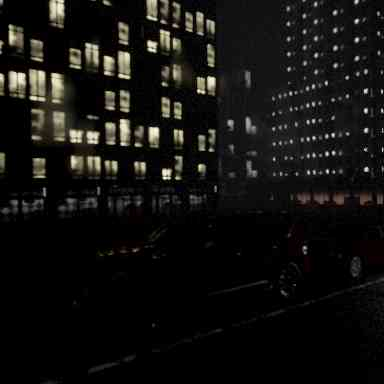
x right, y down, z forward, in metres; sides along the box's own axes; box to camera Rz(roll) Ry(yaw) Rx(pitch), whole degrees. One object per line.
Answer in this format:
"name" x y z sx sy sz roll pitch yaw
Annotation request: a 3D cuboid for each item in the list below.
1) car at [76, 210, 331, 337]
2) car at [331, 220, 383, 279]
"car" 0.338 1.324 6.821 5.009 1.841 2.192 0 -1 -35
"car" 4.920 1.565 10.083 4.507 1.381 1.887 0 -1 -35
